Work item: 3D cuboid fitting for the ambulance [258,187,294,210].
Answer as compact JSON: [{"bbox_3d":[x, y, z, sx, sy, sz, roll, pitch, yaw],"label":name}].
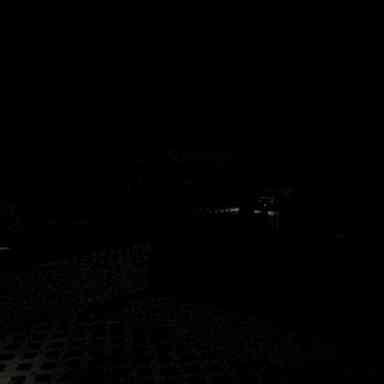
[{"bbox_3d":[9.627,0.694,38.012,2.351,2.431,6.366,3,2,35],"label":"ambulance"}]
